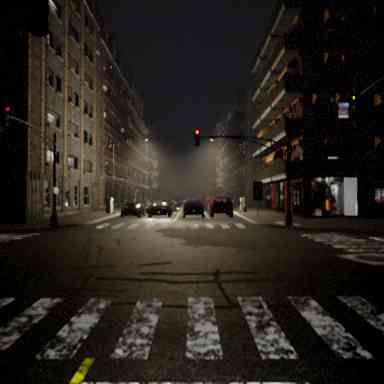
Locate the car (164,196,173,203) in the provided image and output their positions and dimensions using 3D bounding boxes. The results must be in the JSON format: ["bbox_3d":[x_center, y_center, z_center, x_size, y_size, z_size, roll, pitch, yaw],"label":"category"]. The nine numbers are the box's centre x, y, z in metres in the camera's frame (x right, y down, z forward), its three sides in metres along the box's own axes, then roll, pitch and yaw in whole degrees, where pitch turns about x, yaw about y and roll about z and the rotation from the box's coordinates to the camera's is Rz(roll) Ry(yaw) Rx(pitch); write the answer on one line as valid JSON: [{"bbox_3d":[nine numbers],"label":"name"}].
[{"bbox_3d":[-5.267,1.657,74.649,1.752,1.417,4.829,1,0,0],"label":"car"}]

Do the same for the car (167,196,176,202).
[{"bbox_3d":[-5.263,1.748,85.948,2.008,1.369,4.403,1,0,0],"label":"car"}]

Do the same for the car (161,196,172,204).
[{"bbox_3d":[-5.270,1.654,69.257,2.008,1.369,4.403,1,0,0],"label":"car"}]

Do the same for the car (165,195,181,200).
[{"bbox_3d":[-2.756,1.592,49.405,1.994,1.385,4.181,0,0,1],"label":"car"}]

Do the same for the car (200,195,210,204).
[{"bbox_3d":[2.611,1.544,69.289,1.967,1.590,4.097,1,0,0],"label":"car"}]

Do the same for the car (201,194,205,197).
[{"bbox_3d":[2.603,1.328,41.491,2.192,1.841,5.009,1,0,0],"label":"car"}]

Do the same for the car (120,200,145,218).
[{"bbox_3d":[-5.286,1.572,30.324,1.947,1.339,4.313,1,0,0],"label":"car"}]

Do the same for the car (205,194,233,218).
[{"bbox_3d":[2.599,1.321,30.366,2.192,1.841,5.009,1,0,0],"label":"car"}]

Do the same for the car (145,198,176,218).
[{"bbox_3d":[-2.826,1.570,30.591,1.994,1.385,4.181,0,0,0],"label":"car"}]

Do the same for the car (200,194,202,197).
[{"bbox_3d":[2.611,1.390,63.725,2.192,1.841,5.009,1,0,0],"label":"car"}]

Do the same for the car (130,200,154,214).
[{"bbox_3d":[-5.283,1.574,35.885,1.947,1.339,4.313,1,0,0],"label":"car"}]

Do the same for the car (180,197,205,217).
[{"bbox_3d":[0.131,1.483,31.331,1.882,1.535,5.008,0,0,0],"label":"car"}]

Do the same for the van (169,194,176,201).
[{"bbox_3d":[-5.257,1.572,91.513,1.690,1.788,3.998,1,0,0],"label":"van"}]

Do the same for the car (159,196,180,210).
[{"bbox_3d":[-2.814,1.516,39.471,1.837,1.490,4.892,0,0,0],"label":"car"}]

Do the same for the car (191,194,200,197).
[{"bbox_3d":[0.031,1.539,60.211,1.882,1.535,5.008,0,0,0],"label":"car"}]

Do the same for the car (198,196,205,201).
[{"bbox_3d":[2.620,1.797,91.540,1.947,1.339,4.313,1,0,0],"label":"car"}]

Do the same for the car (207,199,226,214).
[{"bbox_3d":[2.598,1.534,36.095,1.752,1.417,4.829,1,0,0],"label":"car"}]
